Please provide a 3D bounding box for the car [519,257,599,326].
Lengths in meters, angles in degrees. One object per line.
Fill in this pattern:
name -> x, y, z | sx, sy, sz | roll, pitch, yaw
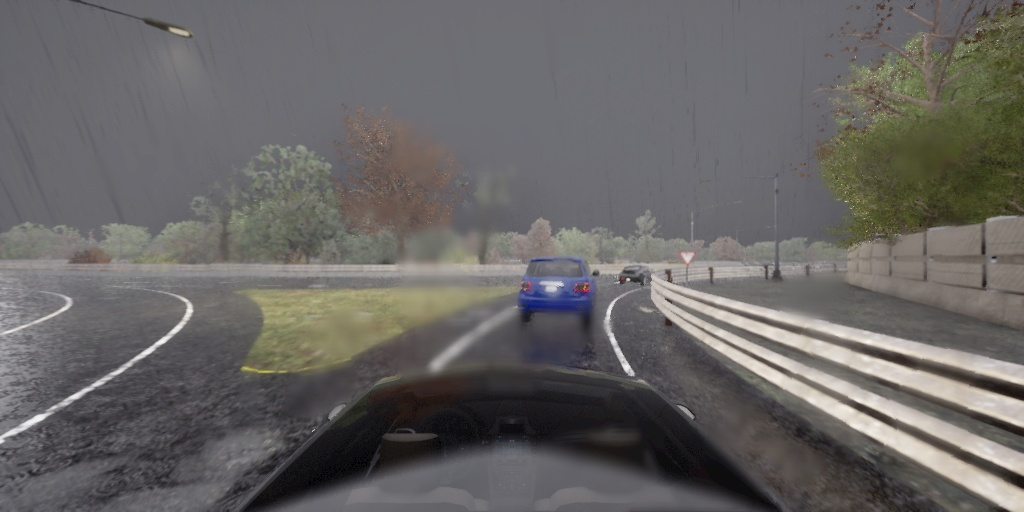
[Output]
car -> 1.778, 1.062, 12.432 | 2.150, 2.045, 5.566 | 0, -1, 14

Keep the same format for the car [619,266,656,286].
car -> 10.155, 1.511, 28.613 | 1.837, 1.490, 4.892 | -1, -1, 38
